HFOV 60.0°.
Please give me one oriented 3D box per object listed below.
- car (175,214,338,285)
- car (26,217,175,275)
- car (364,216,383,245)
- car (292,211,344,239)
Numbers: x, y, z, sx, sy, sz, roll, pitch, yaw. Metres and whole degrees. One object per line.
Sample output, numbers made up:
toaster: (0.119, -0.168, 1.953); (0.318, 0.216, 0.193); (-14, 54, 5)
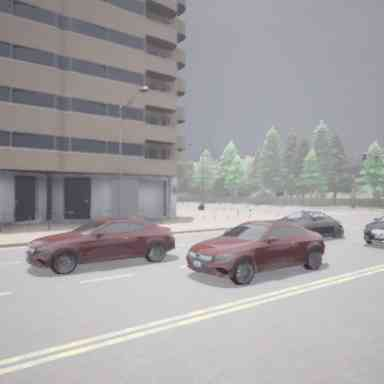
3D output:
car: (2.028, 1.569, 9.715); (4.674, 1.442, 1.812); (1, 0, -35)
car: (-2.703, 1.548, 10.649); (4.674, 1.442, 1.812); (1, 0, -35)
car: (9.681, 1.591, 15.073); (4.902, 1.511, 2.128); (0, 0, -35)
car: (5.644, 1.648, 16.522); (4.181, 1.385, 1.994); (0, 0, -35)
